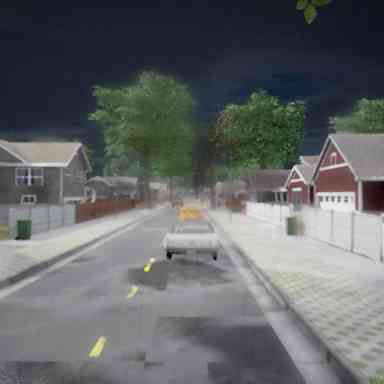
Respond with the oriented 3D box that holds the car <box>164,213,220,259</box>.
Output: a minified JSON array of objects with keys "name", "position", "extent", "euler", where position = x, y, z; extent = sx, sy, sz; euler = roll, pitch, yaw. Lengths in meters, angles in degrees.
[{"name":"car","position":[0.005,1.740,13.253],"extent":[1.895,1.301,4.718],"euler":[0,-1,0]}]

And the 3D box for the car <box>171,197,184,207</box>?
[{"name":"car","position":[-2.809,1.941,65.369],"extent":[2.150,2.045,5.566],"euler":[0,-1,0]}]

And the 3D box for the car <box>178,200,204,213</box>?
[{"name":"car","position":[0.003,1.791,29.247],"extent":[1.882,1.535,5.008],"euler":[0,0,0]}]
